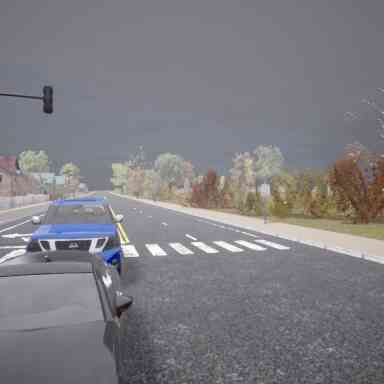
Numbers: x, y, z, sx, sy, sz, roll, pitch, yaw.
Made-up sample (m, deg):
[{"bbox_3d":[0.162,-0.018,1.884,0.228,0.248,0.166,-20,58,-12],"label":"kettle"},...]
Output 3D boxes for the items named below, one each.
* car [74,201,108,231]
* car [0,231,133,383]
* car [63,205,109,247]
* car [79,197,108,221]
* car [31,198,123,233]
[{"bbox_3d":[-6.554,1.468,21.839,1.882,1.535,5.008,0,0,-15],"label":"car"},{"bbox_3d":[-1.725,1.524,3.923,1.812,1.442,4.674,0,0,-13],"label":"car"},{"bbox_3d":[-4.997,1.499,16.090,1.837,1.490,4.892,0,0,-15],"label":"car"},{"bbox_3d":[-8.103,1.338,27.575,2.097,1.767,4.553,0,0,-15],"label":"car"},{"bbox_3d":[-3.352,1.218,10.015,2.150,2.045,5.566,0,0,-15],"label":"car"}]
